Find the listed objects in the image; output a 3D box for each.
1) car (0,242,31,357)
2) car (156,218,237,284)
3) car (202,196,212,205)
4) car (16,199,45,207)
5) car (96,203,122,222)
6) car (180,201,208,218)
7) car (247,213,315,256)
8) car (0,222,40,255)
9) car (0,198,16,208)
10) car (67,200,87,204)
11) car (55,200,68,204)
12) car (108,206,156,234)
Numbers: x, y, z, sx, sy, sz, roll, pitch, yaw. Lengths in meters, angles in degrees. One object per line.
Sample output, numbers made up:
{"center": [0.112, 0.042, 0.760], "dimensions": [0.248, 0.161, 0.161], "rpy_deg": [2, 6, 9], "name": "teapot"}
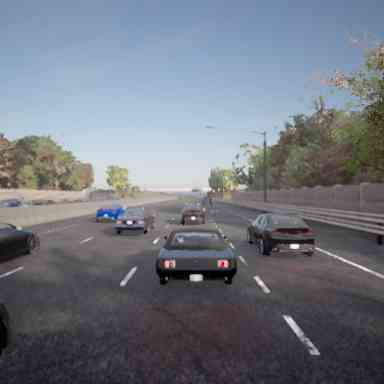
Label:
{"center": [-3.400, 1.529, 2.607], "dimensions": [1.837, 1.490, 4.892], "rpy_deg": [0, -1, 0], "name": "car"}
{"center": [0.102, 1.689, 9.811], "dimensions": [1.895, 1.301, 4.718], "rpy_deg": [0, -1, 0], "name": "car"}
{"center": [3.504, 1.978, 78.438], "dimensions": [2.150, 2.045, 5.566], "rpy_deg": [0, -1, 0], "name": "car"}
{"center": [-24.559, 1.964, 51.541], "dimensions": [2.128, 1.511, 4.902], "rpy_deg": [0, -1, 0], "name": "car"}
{"center": [-6.894, 1.740, 29.110], "dimensions": [1.882, 1.535, 5.008], "rpy_deg": [0, -1, 0], "name": "car"}
{"center": [0.101, 1.753, 27.539], "dimensions": [1.837, 1.490, 4.892], "rpy_deg": [0, -1, 0], "name": "car"}
{"center": [3.500, 1.625, 13.745], "dimensions": [1.837, 1.490, 4.892], "rpy_deg": [0, -1, 0], "name": "car"}
{"center": [-6.900, 1.665, 11.237], "dimensions": [1.994, 1.385, 4.181], "rpy_deg": [0, -1, 0], "name": "car"}
{"center": [-28.054, 1.817, 50.800], "dimensions": [2.097, 1.767, 4.553], "rpy_deg": [0, -1, 1], "name": "car"}
{"center": [-17.550, 2.046, 52.690], "dimensions": [1.994, 1.385, 4.181], "rpy_deg": [0, -1, 0], "name": "car"}
{"center": [-21.042, 1.995, 54.842], "dimensions": [2.128, 1.511, 4.902], "rpy_deg": [0, 0, 1], "name": "car"}
{"center": [-3.400, 1.733, 20.616], "dimensions": [2.033, 1.411, 5.357], "rpy_deg": [0, -1, 0], "name": "car"}
